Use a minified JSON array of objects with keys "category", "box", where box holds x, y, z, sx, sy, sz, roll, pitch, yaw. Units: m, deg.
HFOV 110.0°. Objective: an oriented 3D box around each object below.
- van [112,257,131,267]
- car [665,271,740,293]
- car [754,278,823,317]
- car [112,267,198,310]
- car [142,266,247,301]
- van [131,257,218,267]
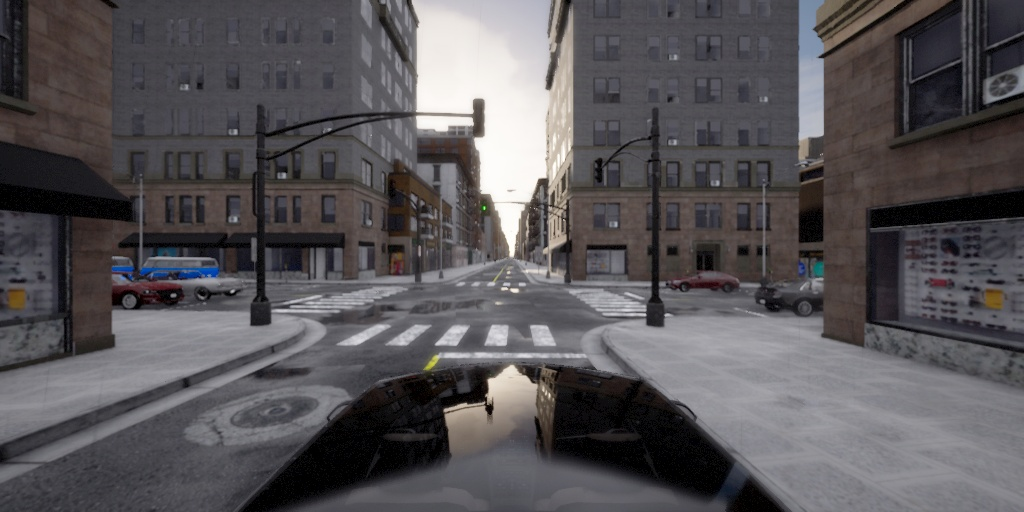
[{"category":"van","box":[-26.095,0.926,22.282,3.998,1.789,1.690,0,0,0]},{"category":"car","box":[11.651,1.533,22.007,4.207,1.307,1.802,0,0,0]},{"category":"car","box":[11.616,1.510,13.482,4.403,1.370,2.007,0,0,0]},{"category":"car","box":[-15.146,1.243,13.671,4.507,1.381,1.888,0,0,0]},{"category":"car","box":[-15.058,1.297,16.426,4.718,1.301,1.895,1,0,-2]},{"category":"van","box":[-20.604,0.978,22.243,3.998,1.789,1.690,0,0,0]}]
